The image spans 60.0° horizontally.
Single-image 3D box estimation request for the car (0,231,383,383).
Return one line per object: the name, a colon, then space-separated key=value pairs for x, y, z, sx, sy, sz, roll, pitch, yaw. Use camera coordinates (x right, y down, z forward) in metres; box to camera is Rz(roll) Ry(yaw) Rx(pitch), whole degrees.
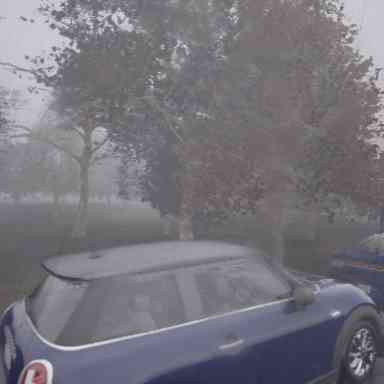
car: x=0.243 y=1.376 z=3.954 sx=4.553 sy=1.767 sz=2.185 roll=0 pitch=-1 yaw=-34
